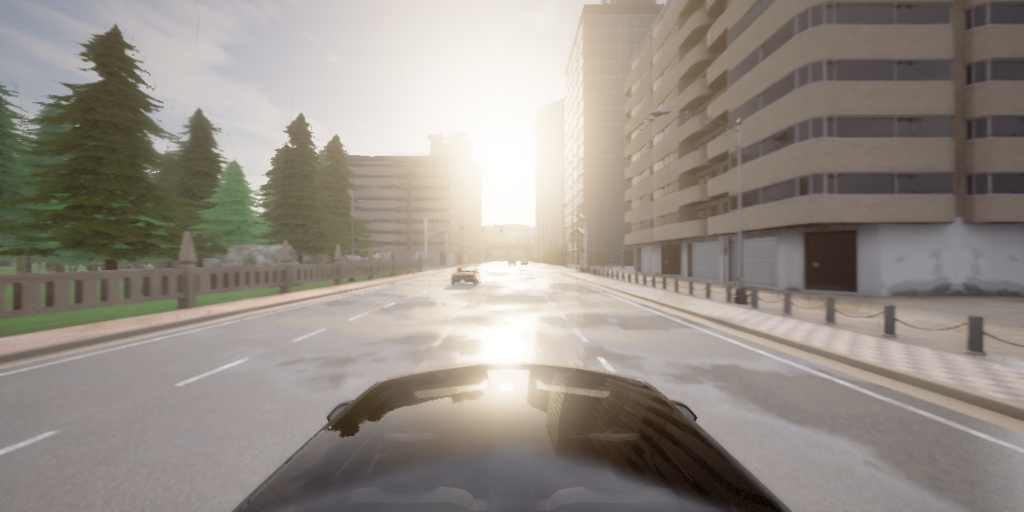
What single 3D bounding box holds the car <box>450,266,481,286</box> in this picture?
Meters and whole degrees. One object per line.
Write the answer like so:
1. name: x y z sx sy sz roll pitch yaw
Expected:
1. car: -3.492 1.481 27.568 1.895 1.301 4.718 0 0 0
